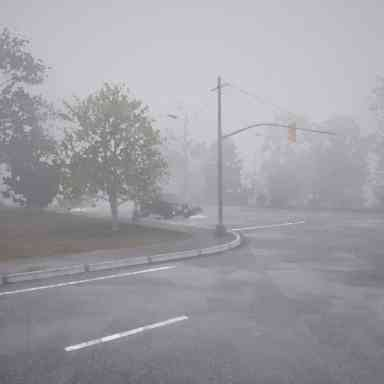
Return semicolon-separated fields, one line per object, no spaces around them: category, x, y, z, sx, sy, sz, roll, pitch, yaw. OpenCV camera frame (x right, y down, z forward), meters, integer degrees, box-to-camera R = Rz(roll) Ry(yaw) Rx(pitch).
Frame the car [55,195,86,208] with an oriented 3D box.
car;-16.679;1.435;45.175;2.128;1.511;4.902;-1;0;-38

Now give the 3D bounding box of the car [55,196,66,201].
car;-34.244;1.703;86.526;1.895;1.301;4.718;-1;0;-31

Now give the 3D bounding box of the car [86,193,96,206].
car;-16.701;1.147;50.825;2.150;2.045;5.566;-1;0;-38

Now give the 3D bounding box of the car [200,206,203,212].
car;-1.300;1.380;31.558;2.033;1.411;5.357;-1;1;-38

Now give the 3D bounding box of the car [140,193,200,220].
car;-2.155;1.096;26.960;2.150;2.045;5.566;-1;1;-38
